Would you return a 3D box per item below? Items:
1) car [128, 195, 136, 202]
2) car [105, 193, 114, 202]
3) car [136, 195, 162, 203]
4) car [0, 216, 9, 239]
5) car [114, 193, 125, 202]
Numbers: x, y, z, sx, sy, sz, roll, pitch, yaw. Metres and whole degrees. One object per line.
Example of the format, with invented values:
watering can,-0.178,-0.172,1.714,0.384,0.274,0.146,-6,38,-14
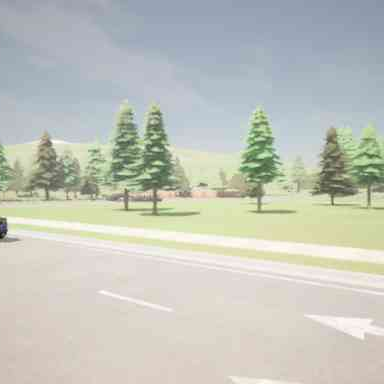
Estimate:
car,-11.488,1.511,72.057,2.128,1.511,4.902,0,0,36
car,-17.181,1.210,76.131,2.150,2.045,5.566,0,0,36
car,-8.651,1.526,70.008,2.033,1.411,5.357,0,0,36
car,-10.718,1.475,15.888,5.008,1.535,1.882,0,0,35
car,-14.326,1.463,74.106,1.882,1.535,5.008,0,0,36
